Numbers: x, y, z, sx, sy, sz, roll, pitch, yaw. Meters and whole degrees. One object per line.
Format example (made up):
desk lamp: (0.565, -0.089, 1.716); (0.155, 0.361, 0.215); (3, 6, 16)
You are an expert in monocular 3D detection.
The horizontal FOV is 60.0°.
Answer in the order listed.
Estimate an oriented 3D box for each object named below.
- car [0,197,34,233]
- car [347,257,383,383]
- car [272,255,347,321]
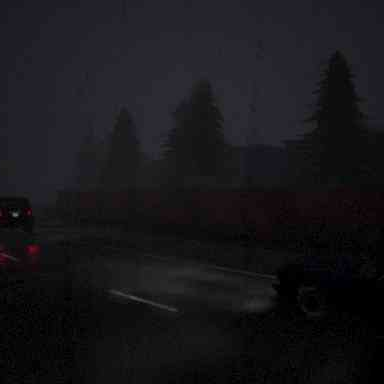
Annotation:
car: (-11.002, 1.313, 19.474); (2.150, 2.045, 5.566); (0, 0, -41)
car: (3.867, 1.218, 1.343); (5.566, 2.045, 2.150); (0, 0, 35)
car: (3.854, 1.612, 5.626); (4.718, 1.301, 1.895); (0, 0, 36)
